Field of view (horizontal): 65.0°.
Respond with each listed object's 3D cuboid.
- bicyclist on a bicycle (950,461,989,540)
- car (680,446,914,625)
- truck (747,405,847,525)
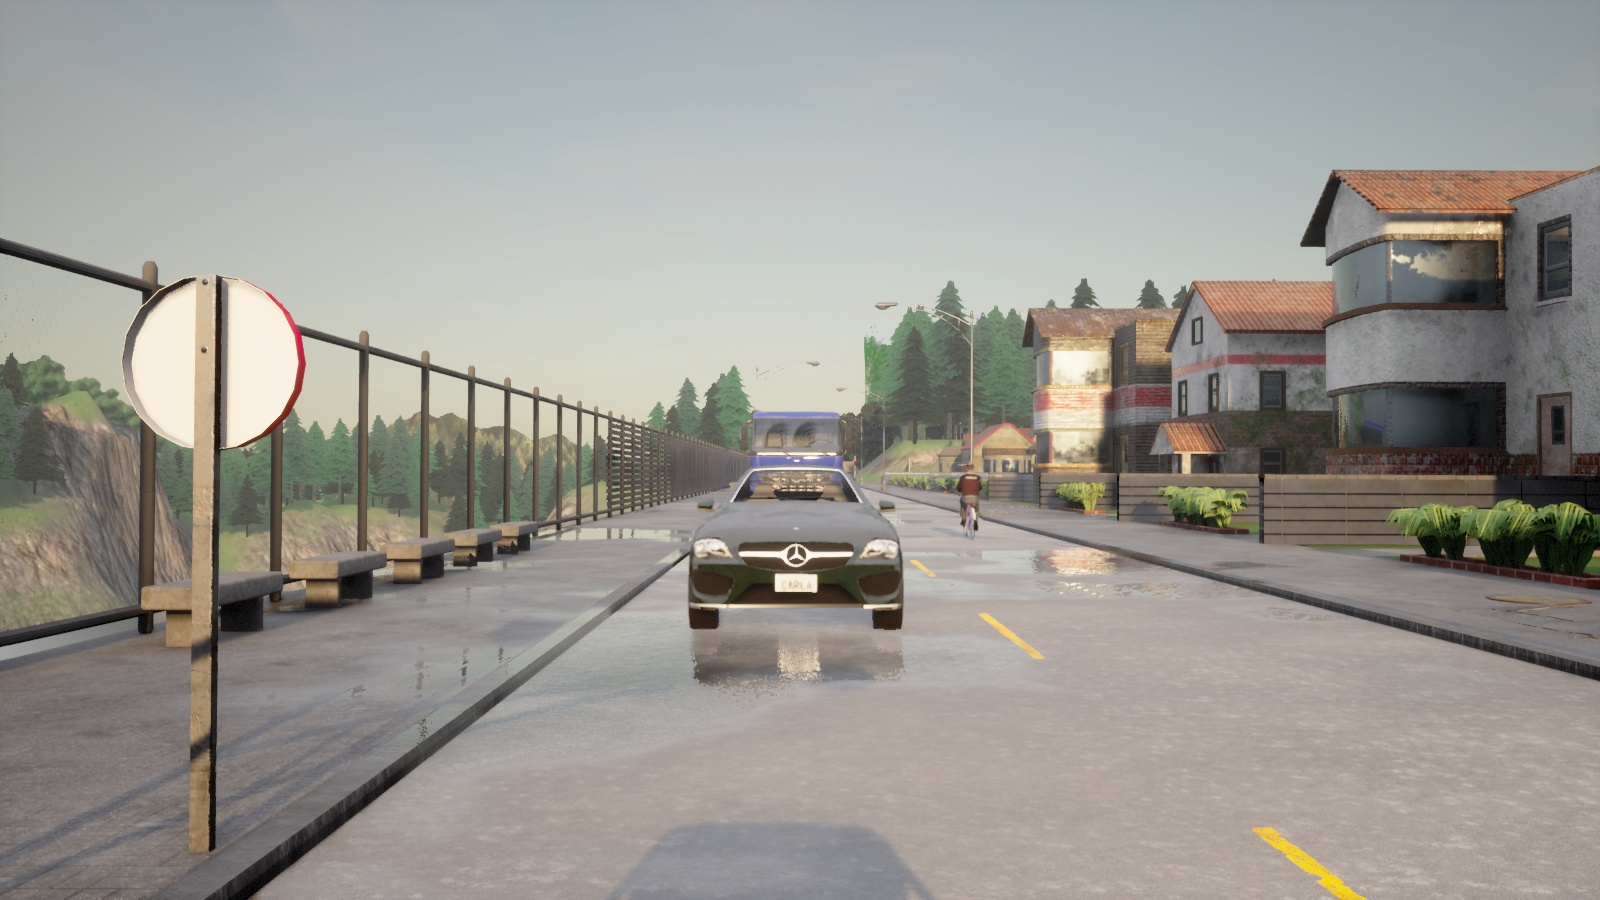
[{"bbox_3d":[3.927,1.159,29.234,0.659,1.776,1.843,0,-1,0],"label":"bicyclist on a bicycle"},{"bbox_3d":[-0.036,0.830,14.121,2.152,1.651,5.027,0,-1,0],"label":"car"},{"bbox_3d":[-0.104,0.507,40.238,2.891,3.462,7.936,0,-1,0],"label":"truck"}]
